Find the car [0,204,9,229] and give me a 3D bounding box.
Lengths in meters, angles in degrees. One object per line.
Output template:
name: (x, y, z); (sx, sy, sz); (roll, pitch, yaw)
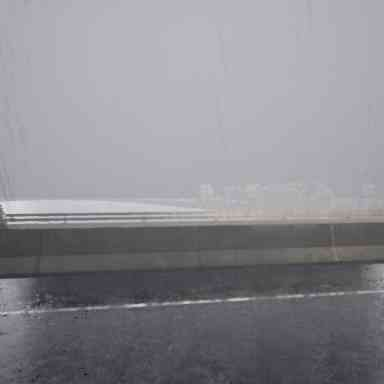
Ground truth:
car: (-14.616, 1.772, 20.808); (5.566, 2.045, 2.150); (0, -1, -10)
